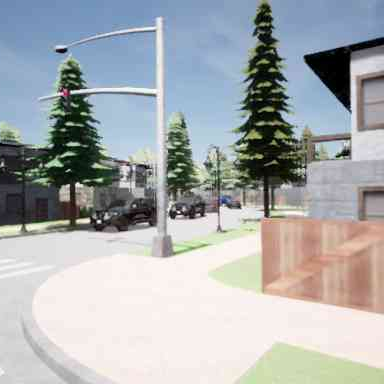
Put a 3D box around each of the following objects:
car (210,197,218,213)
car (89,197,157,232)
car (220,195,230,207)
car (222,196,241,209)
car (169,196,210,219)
[{"bbox_3d":[1.905,1.608,41.020,2.097,1.767,4.553,-1,0,9],"label":"car"},{"bbox_3d":[-4.212,1.402,22.034,2.150,2.045,5.566,-1,0,27],"label":"car"},{"bbox_3d":[5.626,1.576,59.811,2.150,2.045,5.566,-1,0,-9],"label":"car"},{"bbox_3d":[6.227,1.768,49.856,2.128,1.511,4.902,-1,0,0],"label":"car"},{"bbox_3d":[-0.336,1.431,31.417,2.150,2.045,5.566,-1,0,18],"label":"car"}]
